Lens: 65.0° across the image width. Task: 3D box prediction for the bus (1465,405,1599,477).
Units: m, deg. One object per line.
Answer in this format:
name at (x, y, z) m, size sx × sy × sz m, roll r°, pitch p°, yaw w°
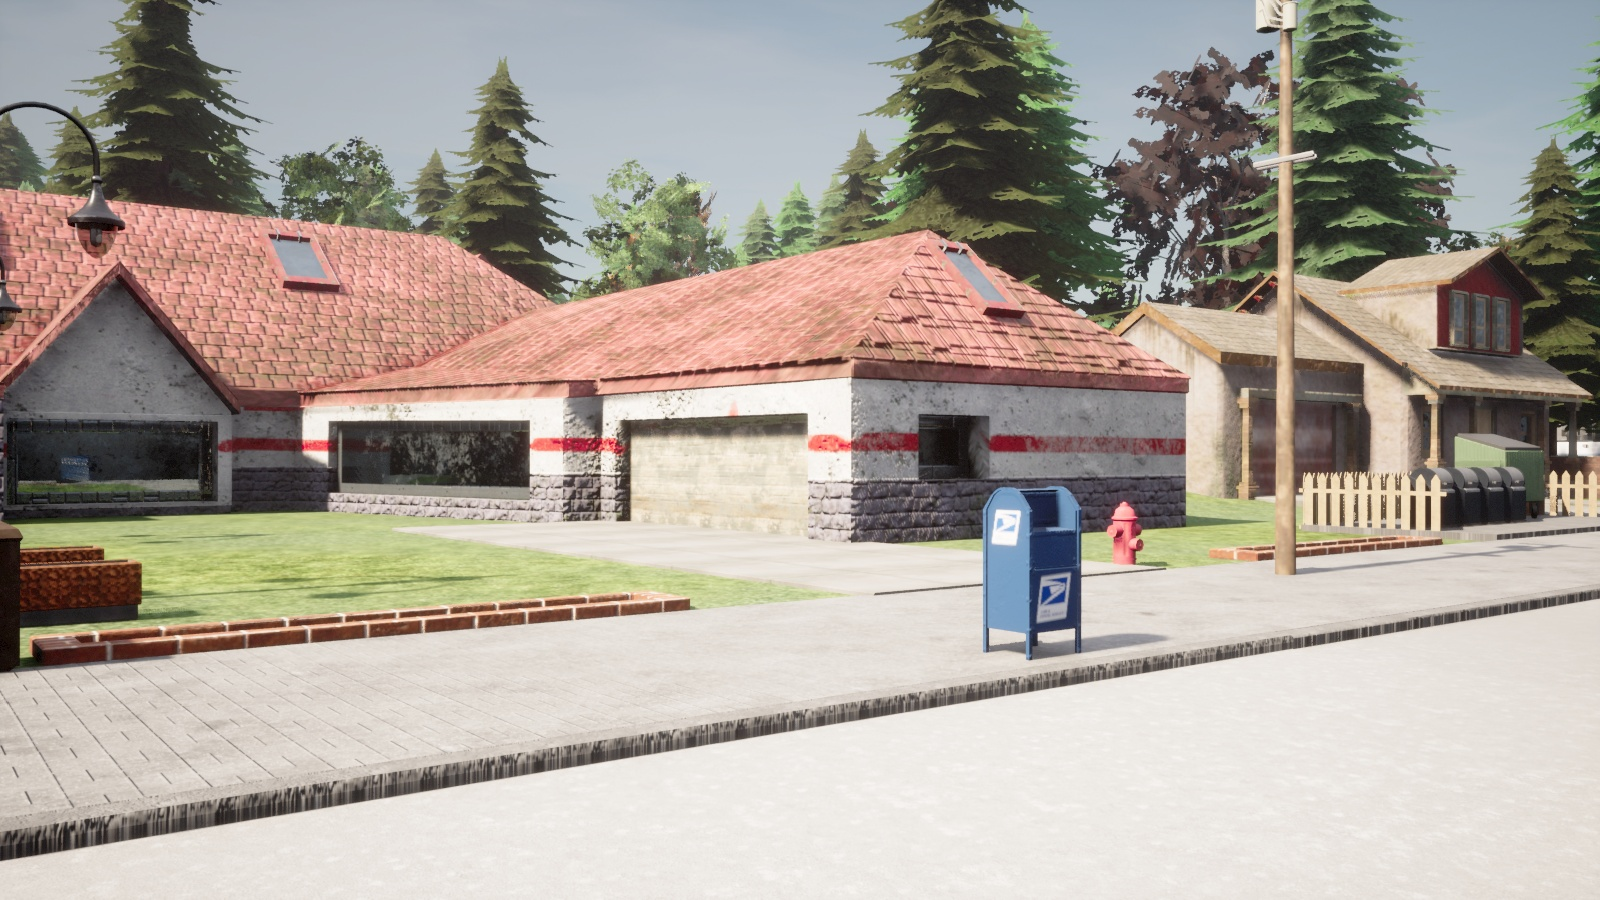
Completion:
bus at (47.497, -0.542, 77.922) m, size 3.944 × 4.253 × 10.273 m, roll 0°, pitch 0°, yaw -37°
